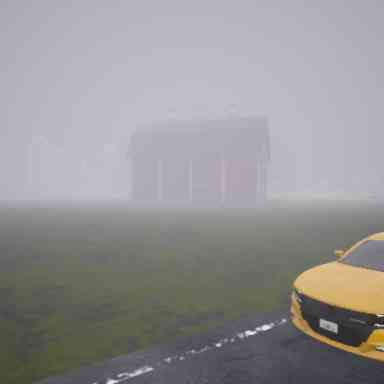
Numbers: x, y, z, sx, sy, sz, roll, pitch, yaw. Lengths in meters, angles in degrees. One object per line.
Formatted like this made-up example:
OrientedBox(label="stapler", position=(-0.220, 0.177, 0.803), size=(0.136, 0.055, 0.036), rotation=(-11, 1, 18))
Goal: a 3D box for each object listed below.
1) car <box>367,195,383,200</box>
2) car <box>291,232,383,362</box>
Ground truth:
OrientedBox(label="car", position=(44.265, 1.266, 79.698), size=(1.895, 1.301, 4.718), rotation=(1, 0, -10))
OrientedBox(label="car", position=(3.817, 1.473, 5.802), size=(5.008, 1.535, 1.882), rotation=(0, 0, -36))
